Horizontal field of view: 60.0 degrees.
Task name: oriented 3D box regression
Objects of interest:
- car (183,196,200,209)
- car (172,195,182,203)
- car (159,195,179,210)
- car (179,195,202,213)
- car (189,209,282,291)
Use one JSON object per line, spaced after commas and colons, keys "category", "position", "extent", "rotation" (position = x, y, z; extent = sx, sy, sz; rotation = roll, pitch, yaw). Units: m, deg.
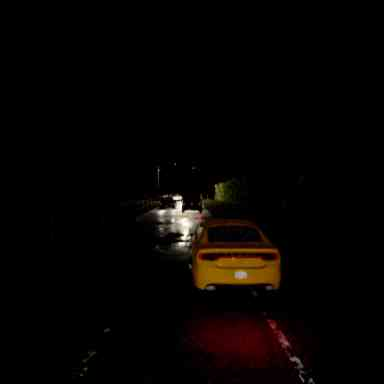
{"category": "car", "position": [-0.033, 1.354, 45.038], "extent": [2.128, 1.511, 4.902], "rotation": [0, 0, 0]}
{"category": "car", "position": [-2.891, 1.327, 65.908], "extent": [1.812, 1.442, 4.674], "rotation": [0, 0, 0]}
{"category": "car", "position": [-2.934, 1.401, 40.671], "extent": [1.812, 1.442, 4.674], "rotation": [0, 0, 0]}
{"category": "car", "position": [-0.003, 1.244, 35.078], "extent": [2.097, 1.767, 4.553], "rotation": [0, 0, 0]}
{"category": "car", "position": [0.944, 1.449, 8.925], "extent": [1.882, 1.535, 5.008], "rotation": [0, 0, 0]}
